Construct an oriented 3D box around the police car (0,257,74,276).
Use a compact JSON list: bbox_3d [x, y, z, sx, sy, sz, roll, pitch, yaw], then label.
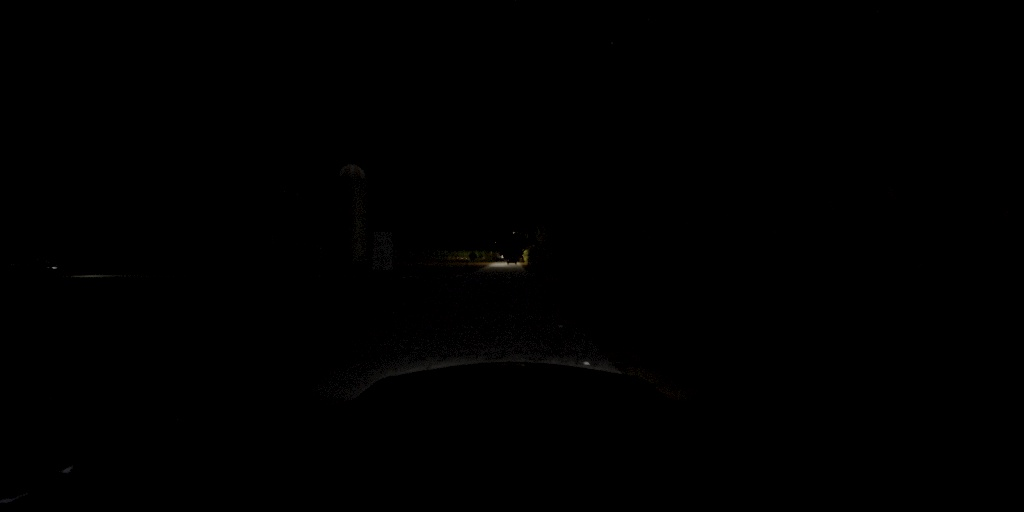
[{"bbox_3d":[-41.724,0.943,31.600,5.238,1.638,1.930,0,-1,0],"label":"police car"}]
